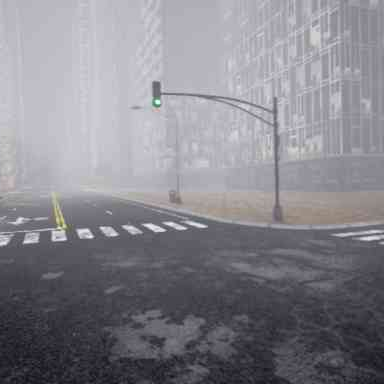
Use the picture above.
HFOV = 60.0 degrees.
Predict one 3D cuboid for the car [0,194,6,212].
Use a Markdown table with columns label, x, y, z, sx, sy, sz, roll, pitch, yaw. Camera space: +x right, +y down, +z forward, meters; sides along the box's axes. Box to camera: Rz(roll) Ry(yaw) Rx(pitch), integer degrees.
| label | x | y | z | sx | sy | sz | roll | pitch | yaw |
| --- | --- | --- | --- | --- | --- | --- | --- | --- | --- |
| car | -15.937 | 0.805 | 26.167 | 2.128 | 1.511 | 4.902 | -2 | 3 | -23 |
